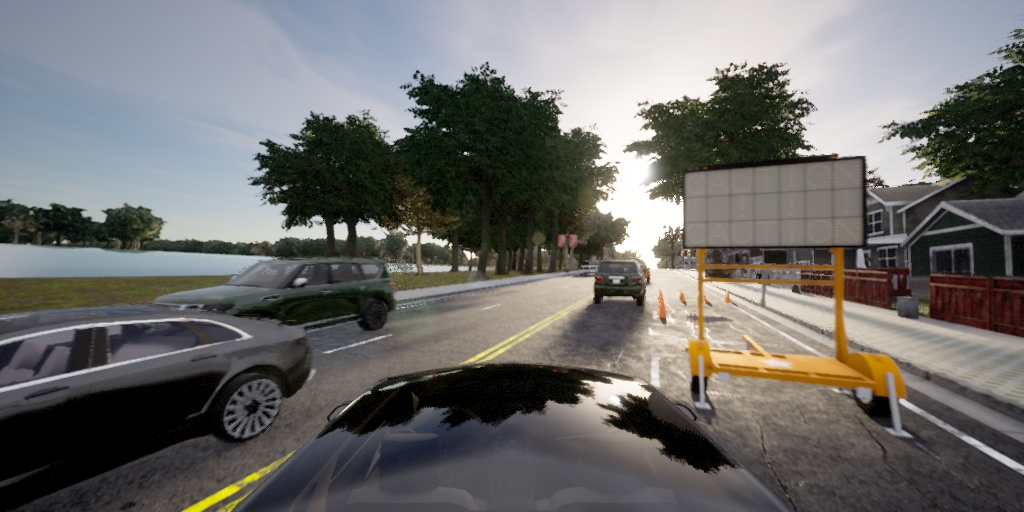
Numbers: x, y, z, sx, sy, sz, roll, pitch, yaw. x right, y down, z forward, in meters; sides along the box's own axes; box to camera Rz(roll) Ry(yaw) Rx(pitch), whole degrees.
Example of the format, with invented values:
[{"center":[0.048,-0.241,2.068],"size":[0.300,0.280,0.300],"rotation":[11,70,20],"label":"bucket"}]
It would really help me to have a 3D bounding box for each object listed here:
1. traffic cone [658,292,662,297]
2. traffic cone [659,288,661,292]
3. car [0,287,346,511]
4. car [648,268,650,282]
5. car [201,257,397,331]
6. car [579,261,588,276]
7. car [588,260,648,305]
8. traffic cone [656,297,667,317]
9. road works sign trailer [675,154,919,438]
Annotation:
[{"center":[6.097,1.895,14.646],"size":[0.340,0.580,0.340],"rotation":[0,0,22],"label":"traffic cone"},{"center":[6.838,1.920,16.504],"size":[0.340,0.580,0.340],"rotation":[0,0,22],"label":"traffic cone"},{"center":[-4.176,1.242,2.966],"size":[2.128,1.511,4.902],"rotation":[0,-1,22],"label":"car"},{"center":[12.824,1.595,36.314],"size":[2.097,1.767,4.553],"rotation":[0,-1,22],"label":"car"},{"center":[-5.299,1.047,8.932],"size":[2.150,2.045,5.566],"rotation":[0,-1,22],"label":"car"},{"center":[10.680,1.642,49.022],"size":[2.150,2.045,5.566],"rotation":[0,-1,22],"label":"car"},{"center":[5.428,1.199,17.783],"size":[2.150,2.045,5.566],"rotation":[0,0,21],"label":"car"},{"center":[5.357,1.869,12.788],"size":[0.340,0.580,0.340],"rotation":[0,0,22],"label":"traffic cone"},{"center":[4.043,0.283,5.770],"size":[2.380,3.560,2.880],"rotation":[0,0,22],"label":"road works sign trailer"}]
